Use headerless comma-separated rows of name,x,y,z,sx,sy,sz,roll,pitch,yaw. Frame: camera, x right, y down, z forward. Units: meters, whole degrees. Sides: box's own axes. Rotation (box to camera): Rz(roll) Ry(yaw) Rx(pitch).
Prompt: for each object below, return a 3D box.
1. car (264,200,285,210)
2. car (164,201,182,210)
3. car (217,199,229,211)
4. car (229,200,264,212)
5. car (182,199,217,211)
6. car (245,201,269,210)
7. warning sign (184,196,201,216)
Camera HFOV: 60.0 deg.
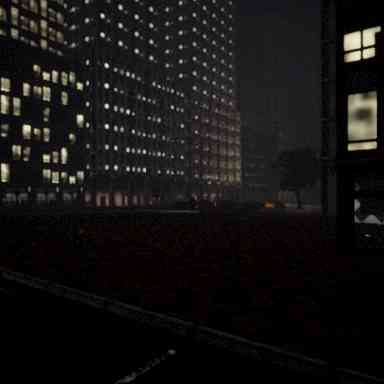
car,14.098,2.183,56.229,1.882,1.535,5.008,0,-1,36
car,-2.204,2.031,50.615,1.812,1.442,4.674,0,-1,37
car,5.280,1.895,49.627,2.097,1.767,4.553,0,-1,37
car,7.895,2.081,47.704,2.033,1.411,5.357,0,-1,37
car,1.180,1.867,49.718,2.097,1.767,4.553,0,-1,37
car,11.476,2.263,58.150,2.033,1.411,5.357,0,-1,36
warning sign,0.045,1.362,32.227,1.300,1.860,1.060,1,1,36
